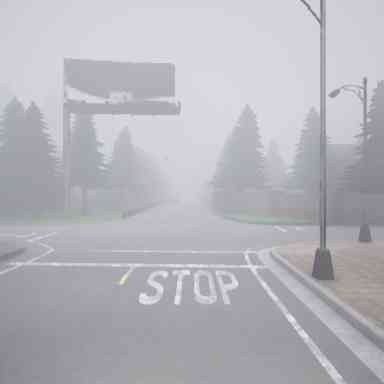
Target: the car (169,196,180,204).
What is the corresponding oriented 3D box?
[{"bbox_3d":[-3.500,1.454,65.482,1.812,1.442,4.674,0,0,0],"label":"car"}]
